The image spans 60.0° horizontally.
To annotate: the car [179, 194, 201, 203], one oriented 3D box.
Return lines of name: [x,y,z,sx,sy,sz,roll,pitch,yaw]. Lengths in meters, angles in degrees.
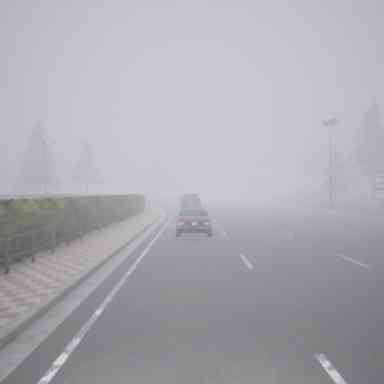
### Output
car: [-0.255,1.200,37.274,2.150,2.045,5.566,0,0,-4]

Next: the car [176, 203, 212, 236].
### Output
car: [0.099,1.537,18.179,2.033,1.411,5.357,0,0,0]
